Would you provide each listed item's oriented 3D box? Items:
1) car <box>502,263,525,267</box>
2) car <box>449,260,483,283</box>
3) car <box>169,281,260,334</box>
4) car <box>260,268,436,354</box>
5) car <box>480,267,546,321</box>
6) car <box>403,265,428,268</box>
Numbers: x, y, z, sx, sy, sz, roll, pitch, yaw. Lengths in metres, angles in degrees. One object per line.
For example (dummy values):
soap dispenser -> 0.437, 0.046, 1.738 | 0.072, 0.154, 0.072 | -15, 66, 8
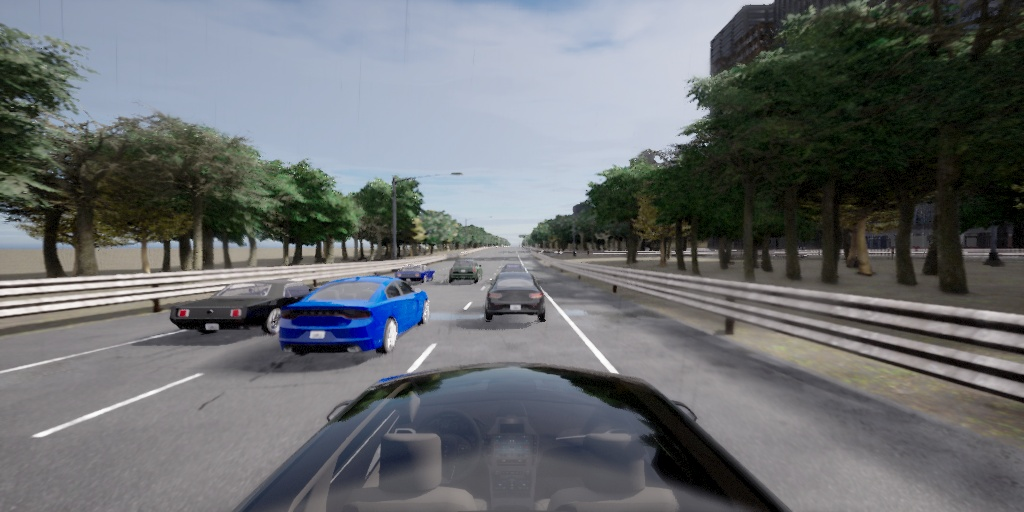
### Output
car -> 0.097, 1.257, 28.060 | 1.994, 1.385, 4.181 | 0, 0, 0
car -> -3.402, 1.049, 27.161 | 2.097, 1.767, 4.553 | 0, 0, 0
car -> -6.900, 1.340, 10.479 | 1.895, 1.301, 4.718 | 0, 0, 0
car -> -3.401, 1.220, 8.741 | 1.882, 1.535, 5.008 | 0, 0, 0
car -> 0.099, 1.262, 12.250 | 1.812, 1.442, 4.674 | 0, 0, 0
car -> -6.903, 1.302, 26.116 | 1.895, 1.301, 4.718 | 0, 0, 0
